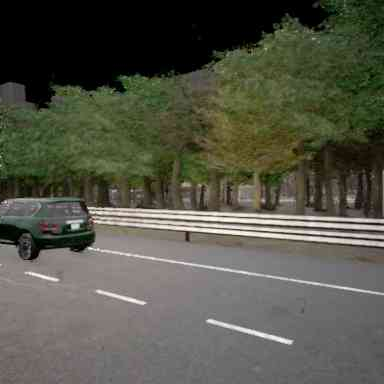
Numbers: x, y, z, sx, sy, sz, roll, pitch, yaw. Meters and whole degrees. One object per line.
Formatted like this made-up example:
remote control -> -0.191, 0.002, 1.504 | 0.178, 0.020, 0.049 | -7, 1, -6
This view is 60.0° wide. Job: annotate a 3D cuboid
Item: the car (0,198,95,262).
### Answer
car -> -6.003, 1.228, 12.453 | 5.566, 2.045, 2.150 | 0, 0, 36
